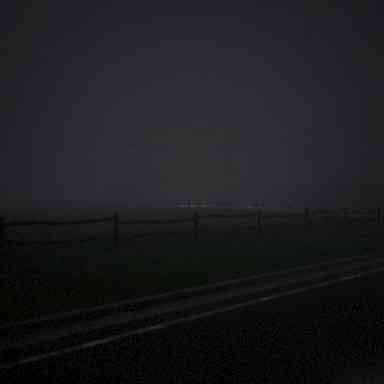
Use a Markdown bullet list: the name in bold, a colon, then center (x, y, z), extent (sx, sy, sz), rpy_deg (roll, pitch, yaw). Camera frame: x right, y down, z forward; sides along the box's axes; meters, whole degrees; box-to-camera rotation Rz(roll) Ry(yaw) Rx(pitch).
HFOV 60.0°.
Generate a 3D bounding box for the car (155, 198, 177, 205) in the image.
- **car**: center (-5.350, 1.831, 63.740), extent (1.812, 1.442, 4.674), rpy_deg (1, -1, -36)

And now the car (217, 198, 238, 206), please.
- **car**: center (6.921, 1.894, 64.667), extent (2.128, 1.511, 4.902), rpy_deg (1, 0, -36)

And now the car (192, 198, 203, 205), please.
- **car**: center (0.073, 1.917, 68.188), extent (2.033, 1.411, 5.357), rpy_deg (1, 0, -36)

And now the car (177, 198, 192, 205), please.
- **car**: center (-2.569, 1.902, 65.867), extent (1.994, 1.385, 4.181), rpy_deg (1, 0, -36)
